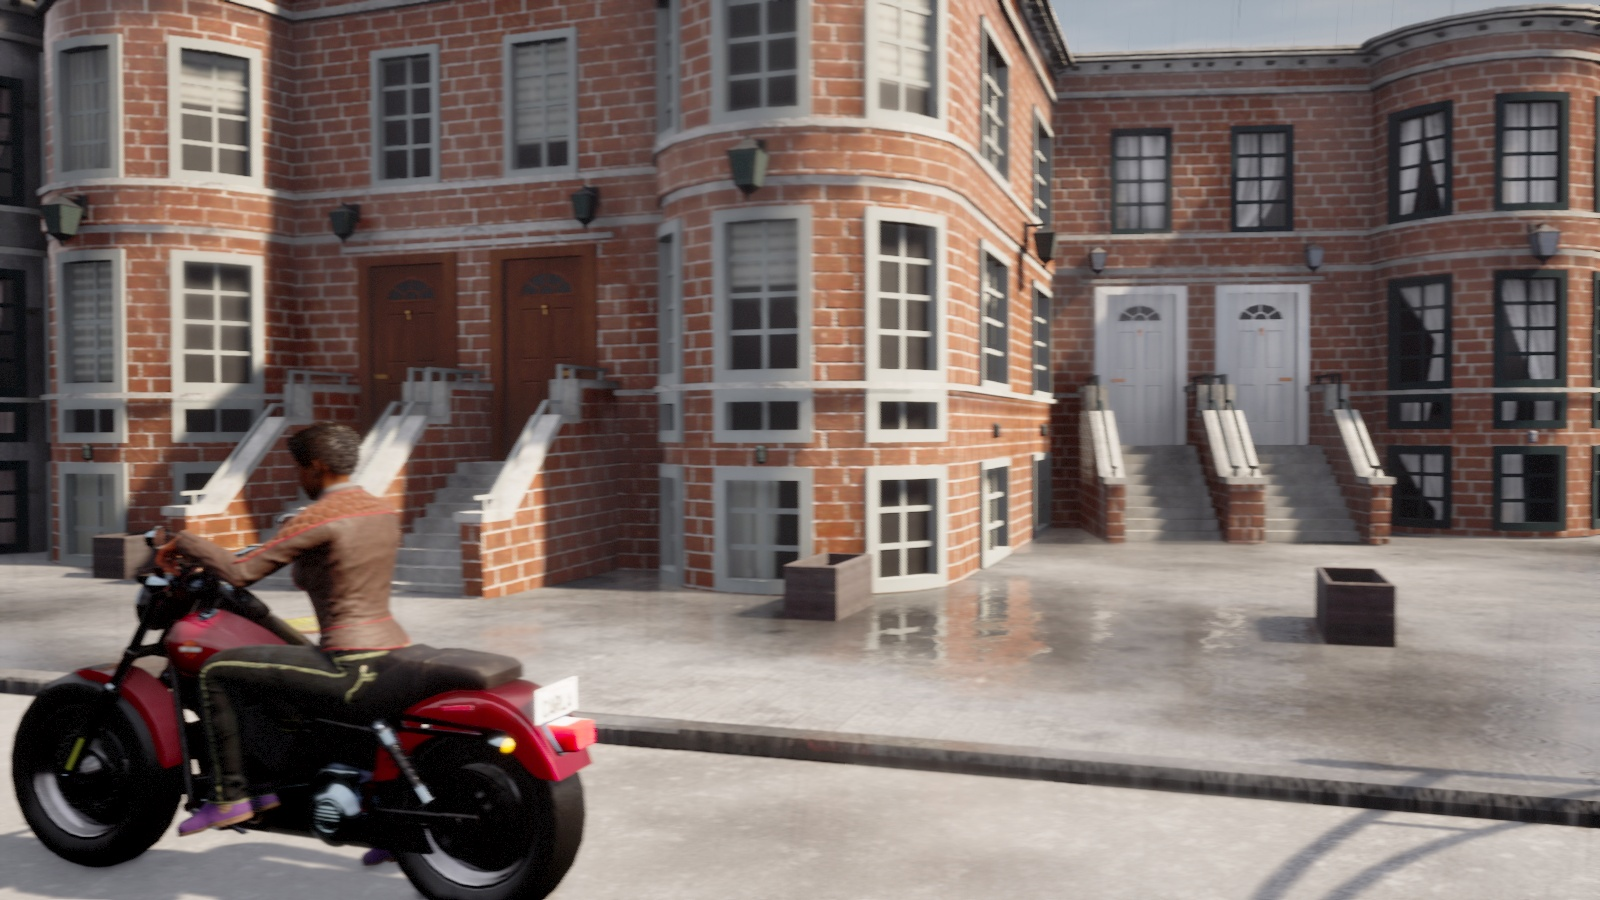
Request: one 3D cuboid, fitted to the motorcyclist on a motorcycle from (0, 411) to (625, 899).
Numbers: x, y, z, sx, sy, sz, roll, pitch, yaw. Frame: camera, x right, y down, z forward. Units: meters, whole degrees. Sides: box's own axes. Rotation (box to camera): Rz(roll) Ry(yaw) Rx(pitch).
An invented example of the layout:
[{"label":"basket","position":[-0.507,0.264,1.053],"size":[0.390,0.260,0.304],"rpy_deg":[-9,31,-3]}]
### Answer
[{"label":"motorcyclist on a motorcycle","position":[-1.840,0.701,4.338],"size":[2.350,1.649,0.766],"rpy_deg":[0,1,19]}]
